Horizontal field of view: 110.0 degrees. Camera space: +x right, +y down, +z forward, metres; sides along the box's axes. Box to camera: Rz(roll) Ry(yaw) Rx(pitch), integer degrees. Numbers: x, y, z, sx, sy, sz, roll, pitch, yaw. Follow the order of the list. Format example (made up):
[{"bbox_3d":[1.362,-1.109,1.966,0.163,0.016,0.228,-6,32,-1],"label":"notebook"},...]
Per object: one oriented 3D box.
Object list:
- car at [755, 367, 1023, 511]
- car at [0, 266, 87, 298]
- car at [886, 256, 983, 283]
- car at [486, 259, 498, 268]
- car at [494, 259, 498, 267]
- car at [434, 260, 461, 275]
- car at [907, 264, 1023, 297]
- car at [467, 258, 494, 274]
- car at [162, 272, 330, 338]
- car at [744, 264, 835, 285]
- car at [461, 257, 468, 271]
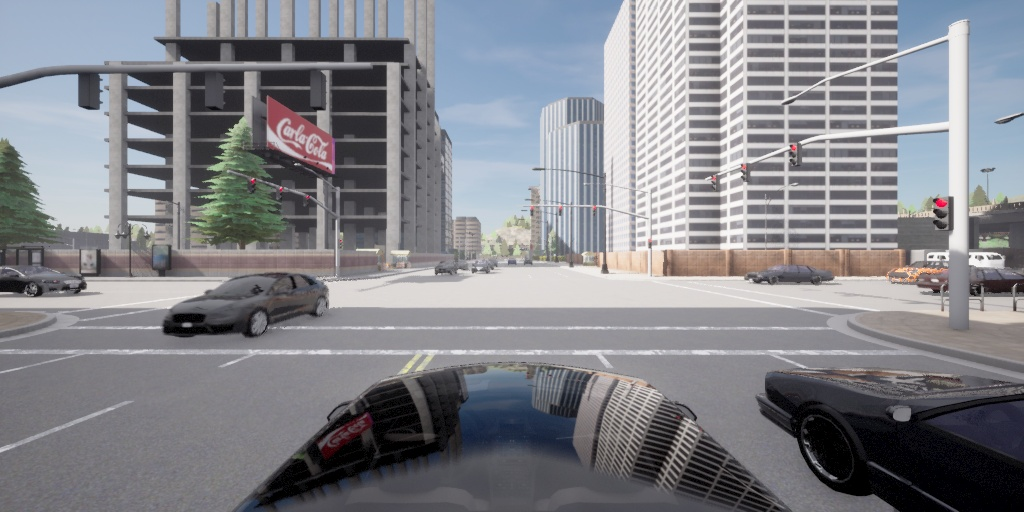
[{"bbox_3d":[3.597,1.297,1.449,2.033,1.411,5.357,0,0,0],"label":"car"},{"bbox_3d":[-24.548,1.241,18.079,4.902,1.511,2.128,0,0,0],"label":"car"},{"bbox_3d":[29.655,1.102,25.517,4.553,1.767,2.097,0,0,1],"label":"car"},{"bbox_3d":[-3.529,1.253,64.709,1.837,1.490,4.892,0,0,0],"label":"car"},{"bbox_3d":[-3.577,1.241,51.853,2.128,1.511,4.902,0,0,0],"label":"car"},{"bbox_3d":[-7.084,1.255,38.786,1.837,1.490,4.892,0,0,0],"label":"car"},{"bbox_3d":[24.067,1.297,18.303,5.357,1.411,2.033,0,0,-1],"label":"car"},{"bbox_3d":[-3.584,1.241,41.786,2.128,1.511,4.902,0,0,0],"label":"car"},{"bbox_3d":[-7.096,1.255,10.260,1.837,1.490,4.892,0,0,0],"label":"car"},{"bbox_3d":[19.646,1.297,25.495,5.357,1.411,2.033,0,0,0],"label":"car"},{"bbox_3d":[-7.079,1.254,48.821,1.837,1.490,4.892,0,0,0],"label":"car"}]
